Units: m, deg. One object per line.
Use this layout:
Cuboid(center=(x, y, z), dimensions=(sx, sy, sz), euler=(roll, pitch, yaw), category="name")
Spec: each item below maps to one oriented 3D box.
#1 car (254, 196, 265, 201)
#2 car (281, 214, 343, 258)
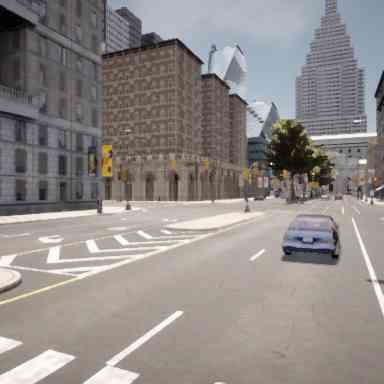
Cuboid(center=(16.953, 1.593, 84.001), dimensions=(1.895, 1.301, 4.718), euler=(0, 0, 24), category="car")
Cuboid(center=(4.715, 1.561, 12.852), dimensions=(2.033, 1.411, 5.357), euler=(0, 0, 24), category="car")
